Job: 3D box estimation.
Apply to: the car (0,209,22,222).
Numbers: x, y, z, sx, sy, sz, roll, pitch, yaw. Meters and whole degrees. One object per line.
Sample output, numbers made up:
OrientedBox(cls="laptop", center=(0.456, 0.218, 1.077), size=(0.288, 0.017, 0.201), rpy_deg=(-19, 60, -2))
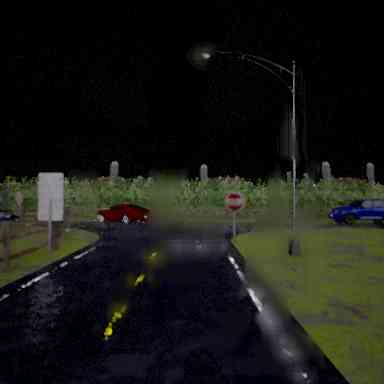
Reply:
OrientedBox(cls="car", center=(-15.508, 1.627, 24.467), size=(5.357, 1.411, 2.033), rpy_deg=(0, -1, 2))

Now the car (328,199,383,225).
OrientedBox(cls="car", center=(14.207, 1.599, 27.287), size=(5.566, 2.045, 2.150), rpy_deg=(0, -1, 0))

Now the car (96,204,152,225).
OrientedBox(cls="car", center=(-5.265, 1.651, 25.366), size=(5.008, 1.535, 1.882), rpy_deg=(-1, -3, 38))
